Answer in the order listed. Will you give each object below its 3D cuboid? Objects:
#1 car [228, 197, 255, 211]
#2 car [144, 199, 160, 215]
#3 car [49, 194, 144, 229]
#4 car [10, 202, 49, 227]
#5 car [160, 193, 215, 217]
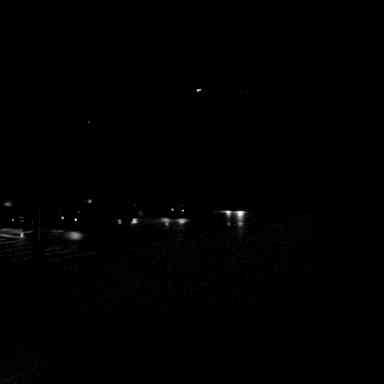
[{"bbox_3d":[6.012,1.355,38.875,1.837,1.490,4.892,0,0,36],"label":"car"},{"bbox_3d":[-4.169,1.390,30.157,1.882,1.535,5.008,0,0,35],"label":"car"},{"bbox_3d":[-6.044,1.160,21.894,2.150,2.045,5.566,0,0,35],"label":"car"},{"bbox_3d":[-9.630,1.457,22.460,1.837,1.490,4.892,0,0,35],"label":"car"},{"bbox_3d":[-0.047,1.117,30.347,2.150,2.045,5.566,0,0,35],"label":"car"}]
